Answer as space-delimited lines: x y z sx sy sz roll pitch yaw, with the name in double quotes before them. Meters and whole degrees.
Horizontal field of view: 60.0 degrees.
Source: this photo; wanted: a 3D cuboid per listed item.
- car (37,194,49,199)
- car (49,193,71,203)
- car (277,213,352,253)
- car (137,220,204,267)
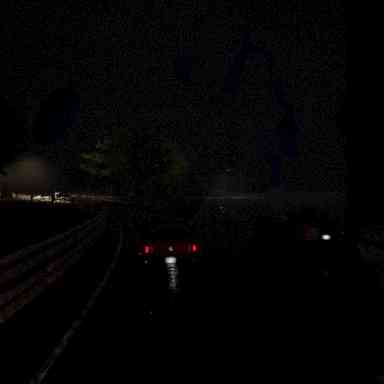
"car" -29.525 0.952 66.336 1.895 1.301 4.718 -1 1 -35
"car" -22.864 0.987 58.472 2.097 1.767 4.553 -1 1 -42
"car" 4.754 1.522 13.462 1.994 1.385 4.181 0 0 4
"car" -0.895 1.591 11.404 1.895 1.301 4.718 -1 0 -8
